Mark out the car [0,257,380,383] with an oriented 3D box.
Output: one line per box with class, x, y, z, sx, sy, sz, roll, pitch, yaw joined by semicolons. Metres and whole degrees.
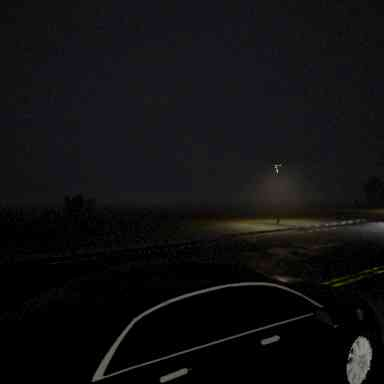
car;0.133;1.496;3.557;4.892;1.490;1.837;0;0;-36
